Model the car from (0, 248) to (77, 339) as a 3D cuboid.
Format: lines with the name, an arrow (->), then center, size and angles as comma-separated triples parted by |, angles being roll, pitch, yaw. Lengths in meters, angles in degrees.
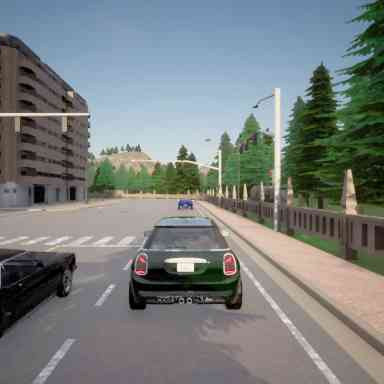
car -> -3.545, 1.601, 5.618 | 1.895, 1.301, 4.718 | 0, 0, -1

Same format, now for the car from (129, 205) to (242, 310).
car -> -0.130, 1.352, 7.990 | 2.097, 1.767, 4.553 | 0, 0, 0

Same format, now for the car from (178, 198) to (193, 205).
car -> -0.878, 1.478, 44.280 | 1.882, 1.535, 5.008 | 0, 0, -1
